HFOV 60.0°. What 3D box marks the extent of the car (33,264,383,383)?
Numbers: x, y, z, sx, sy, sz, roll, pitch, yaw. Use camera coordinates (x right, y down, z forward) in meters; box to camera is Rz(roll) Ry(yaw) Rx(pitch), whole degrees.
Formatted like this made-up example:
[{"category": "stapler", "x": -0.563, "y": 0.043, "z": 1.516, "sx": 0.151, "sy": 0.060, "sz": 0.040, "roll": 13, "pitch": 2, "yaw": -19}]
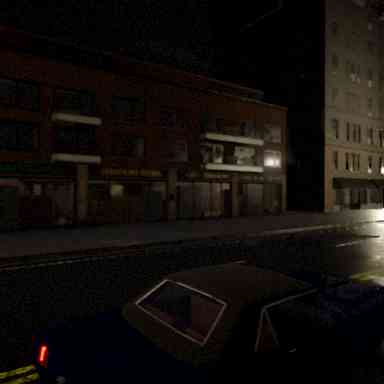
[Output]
[{"category": "car", "x": 0.811, "y": 1.601, "z": 4.018, "sx": 4.718, "sy": 1.301, "sz": 1.895, "roll": 0, "pitch": 0, "yaw": -36}]
